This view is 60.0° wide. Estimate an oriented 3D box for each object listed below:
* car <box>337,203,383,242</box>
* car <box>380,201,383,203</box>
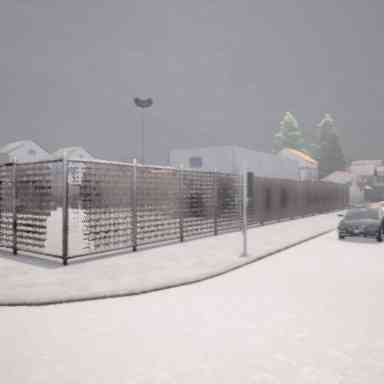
[{"bbox_3d":[8.661,1.503,16.678,1.837,1.490,4.892,0,0,36],"label":"car"},{"bbox_3d":[15.980,1.476,26.896,1.882,1.535,5.008,0,0,36],"label":"car"}]
